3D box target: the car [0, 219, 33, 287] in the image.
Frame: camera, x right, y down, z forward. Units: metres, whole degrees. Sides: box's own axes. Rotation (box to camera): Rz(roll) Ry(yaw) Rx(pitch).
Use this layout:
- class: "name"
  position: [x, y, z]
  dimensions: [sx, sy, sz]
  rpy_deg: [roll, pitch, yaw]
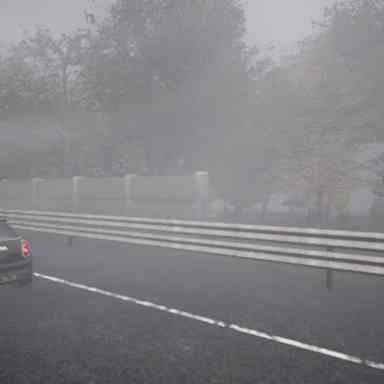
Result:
- class: "car"
  position: [-5.898, 1.339, 8.080]
  dimensions: [4.553, 1.767, 2.097]
  rpy_deg: [0, 0, 36]
